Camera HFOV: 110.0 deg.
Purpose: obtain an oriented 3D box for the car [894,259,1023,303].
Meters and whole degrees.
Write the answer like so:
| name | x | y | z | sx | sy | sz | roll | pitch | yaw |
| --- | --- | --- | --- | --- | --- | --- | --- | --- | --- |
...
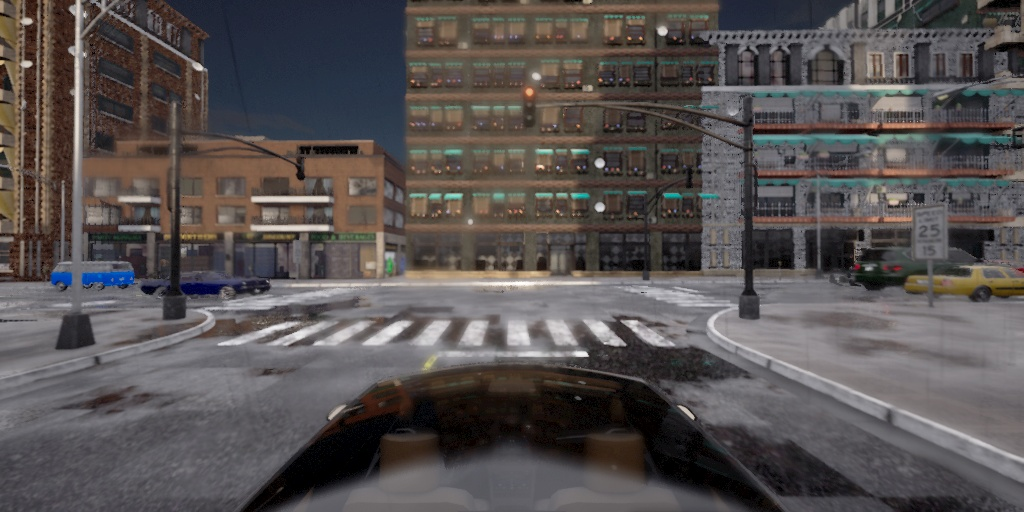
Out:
| name | x | y | z | sx | sy | sz | roll | pitch | yaw |
| --- | --- | --- | --- | --- | --- | --- | --- | --- | --- |
| car | 17.650 | 0.931 | 13.298 | 4.829 | 1.417 | 1.751 | 0 | 0 | 1 |

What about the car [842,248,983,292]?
| name | x | y | z | sx | sy | sz | roll | pitch | yaw |
| --- | --- | --- | --- | --- | --- | --- | --- | --- | --- |
| car | 18.638 | 0.648 | 15.985 | 5.566 | 2.045 | 2.150 | 0 | -1 | 1 |

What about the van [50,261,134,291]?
| name | x | y | z | sx | sy | sz | roll | pitch | yaw |
| --- | --- | --- | --- | --- | --- | --- | --- | --- | --- |
| van | -26.068 | 1.222 | 22.304 | 3.998 | 1.789 | 1.690 | 0 | 0 | 1 |

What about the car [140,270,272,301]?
| name | x | y | z | sx | sy | sz | roll | pitch | yaw |
| --- | --- | --- | --- | --- | --- | --- | --- | --- | --- |
| car | -13.841 | 1.316 | 16.445 | 4.718 | 1.301 | 1.895 | -1 | -1 | 1 |

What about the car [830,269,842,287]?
| name | x | y | z | sx | sy | sz | roll | pitch | yaw |
| --- | --- | --- | --- | --- | --- | --- | --- | --- | --- |
| car | 19.790 | 0.930 | 19.066 | 4.902 | 1.511 | 2.128 | -1 | -1 | 1 |
